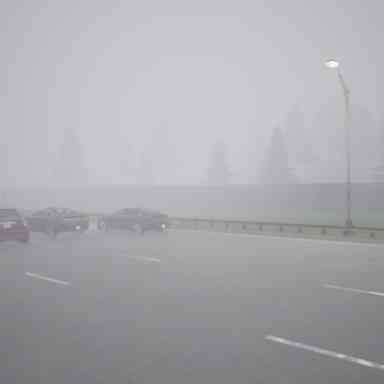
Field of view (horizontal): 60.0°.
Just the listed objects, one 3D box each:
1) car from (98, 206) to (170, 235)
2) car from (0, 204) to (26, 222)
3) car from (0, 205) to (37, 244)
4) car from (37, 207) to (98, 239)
[{"bbox_3d":[-3.497,1.592,19.454,4.892,1.490,1.837,0,0,36],"label":"car"},{"bbox_3d":[-16.565,1.781,28.900,4.718,1.301,1.895,0,0,36],"label":"car"},{"bbox_3d":[-9.393,1.450,15.090,4.553,1.767,2.097,0,0,36],"label":"car"},{"bbox_3d":[-7.693,1.592,18.182,4.902,1.511,2.128,0,0,36],"label":"car"}]
